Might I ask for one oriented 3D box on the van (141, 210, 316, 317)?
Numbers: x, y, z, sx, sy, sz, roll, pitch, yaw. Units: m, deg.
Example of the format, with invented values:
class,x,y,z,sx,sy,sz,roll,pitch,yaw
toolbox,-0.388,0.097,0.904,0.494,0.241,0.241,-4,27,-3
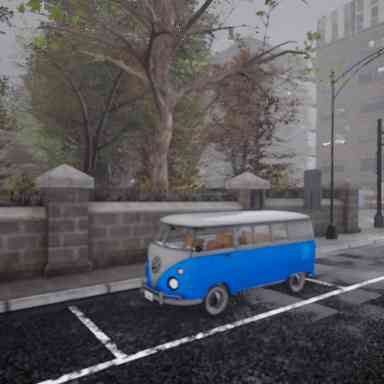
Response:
class,x,y,z,sx,sy,sz,roll,pitch,yaw
van,0.945,1.330,7.171,3.998,1.788,1.690,0,1,-35
